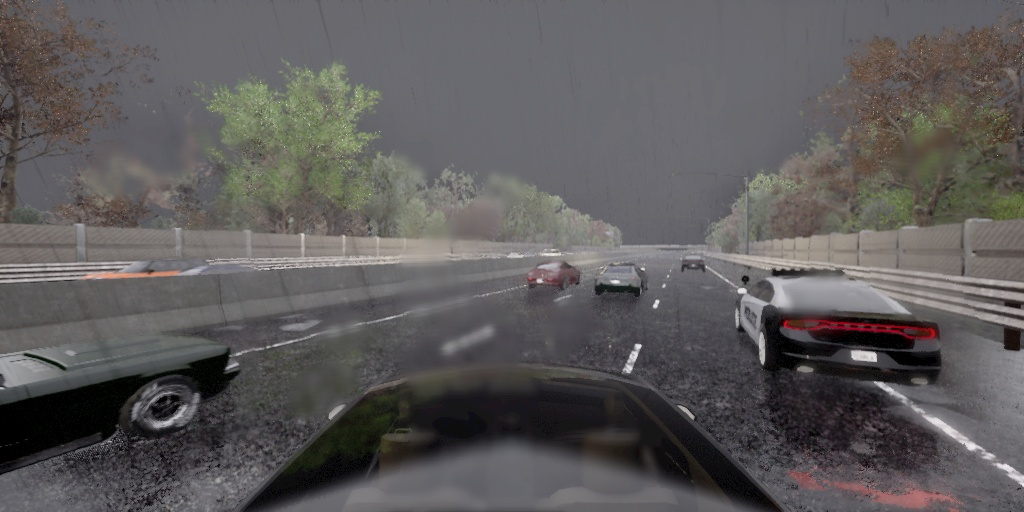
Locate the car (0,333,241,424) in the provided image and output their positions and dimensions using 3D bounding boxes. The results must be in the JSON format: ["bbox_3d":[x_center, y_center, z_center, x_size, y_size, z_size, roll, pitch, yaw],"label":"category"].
[{"bbox_3d":[-5.212,1.345,2.888,1.895,1.301,4.718,0,1,25],"label":"car"}]

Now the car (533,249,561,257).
[{"bbox_3d":[5.278,0.070,50.436,2.150,2.045,5.566,0,1,25],"label":"car"}]

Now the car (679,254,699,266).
[{"bbox_3d":[21.925,0.456,44.471,2.033,1.411,5.357,0,1,26],"label":"car"}]

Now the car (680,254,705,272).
[{"bbox_3d":[16.463,0.612,32.699,1.882,1.535,5.008,0,1,25],"label":"car"}]

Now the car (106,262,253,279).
[{"bbox_3d":[-11.869,1.087,13.896,1.812,1.442,4.674,0,1,25],"label":"car"}]

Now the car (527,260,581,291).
[{"bbox_3d":[2.298,0.954,18.899,1.812,1.442,4.674,0,1,25],"label":"car"}]

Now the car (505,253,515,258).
[{"bbox_3d":[0.449,0.279,56.588,1.812,1.442,4.674,0,1,26],"label":"car"}]

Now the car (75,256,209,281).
[{"bbox_3d":[-15.143,0.900,15.154,2.097,1.767,4.553,0,1,25],"label":"car"}]

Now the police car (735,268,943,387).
[{"bbox_3d":[5.702,1.060,7.027,1.930,1.638,5.238,0,1,25],"label":"police car"}]

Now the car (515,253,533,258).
[{"bbox_3d":[2.827,0.350,53.421,2.033,1.411,5.357,0,1,26],"label":"car"}]

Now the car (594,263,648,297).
[{"bbox_3d":[5.214,1.020,16.877,1.994,1.385,4.181,0,1,25],"label":"car"}]
